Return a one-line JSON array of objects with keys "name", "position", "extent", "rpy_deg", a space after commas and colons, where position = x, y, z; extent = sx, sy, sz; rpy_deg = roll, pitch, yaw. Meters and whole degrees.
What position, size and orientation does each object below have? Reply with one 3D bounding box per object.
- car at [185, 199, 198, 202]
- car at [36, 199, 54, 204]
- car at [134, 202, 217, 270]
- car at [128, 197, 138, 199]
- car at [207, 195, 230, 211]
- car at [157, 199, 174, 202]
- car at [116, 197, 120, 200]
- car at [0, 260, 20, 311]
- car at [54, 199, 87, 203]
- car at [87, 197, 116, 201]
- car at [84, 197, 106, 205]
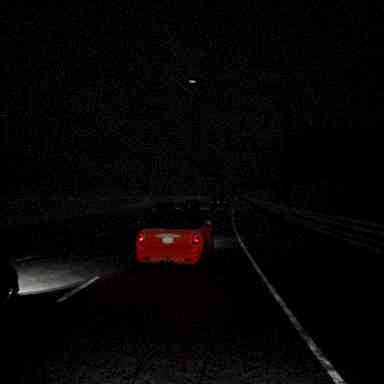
[{"name": "car", "position": [0.013, 1.625, 43.184], "extent": [2.128, 1.511, 4.902], "rpy_deg": [0, 0, 7]}, {"name": "car", "position": [-20.570, 1.682, 48.273], "extent": [1.895, 1.301, 4.718], "rpy_deg": [0, 0, 8]}, {"name": "car", "position": [-0.415, 1.387, 11.461], "extent": [2.097, 1.767, 4.553], "rpy_deg": [0, 0, 7]}, {"name": "car", "position": [-11.449, 1.654, 64.450], "extent": [2.128, 1.511, 4.902], "rpy_deg": [0, 0, 7]}, {"name": "car", "position": [3.486, 1.367, 42.746], "extent": [2.150, 2.045, 5.566], "rpy_deg": [0, 0, 7]}, {"name": "car", "position": [-3.460, 1.601, 43.621], "extent": [1.882, 1.535, 5.008], "rpy_deg": [0, 0, 7]}, {"name": "car", "position": [-15.180, 1.613, 62.880], "extent": [1.882, 1.535, 5.008], "rpy_deg": [0, 0, 8]}, {"name": "car", "position": [-4.726, 1.564, 5.235], "extent": [1.994, 1.385, 4.181], "rpy_deg": [0, 0, 7]}, {"name": "car", "position": [-17.171, 1.653, 47.325], "extent": [1.994, 1.385, 4.181], "rpy_deg": [0, 0, 8]}, {"name": "car", "position": [-13.368, 1.633, 49.418], "extent": [1.812, 1.442, 4.674], "rpy_deg": [0, 0, 8]}, {"name": "car", "position": [-18.555, 1.671, 63.998], "extent": [2.033, 1.411, 5.357], "rpy_deg": [0, 0, 7]}]
